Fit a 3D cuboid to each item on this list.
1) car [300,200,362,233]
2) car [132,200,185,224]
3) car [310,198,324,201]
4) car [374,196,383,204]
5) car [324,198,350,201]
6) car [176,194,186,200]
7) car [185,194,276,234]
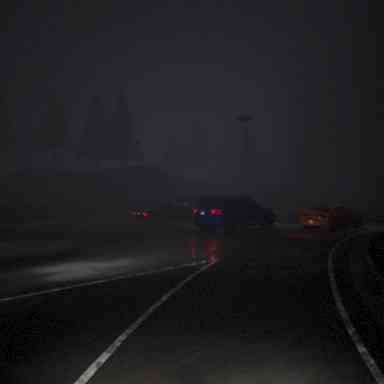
[{"bbox_3d":[8.411,1.483,19.889,5.008,1.535,1.882,0,0,-41],"label":"car"},{"bbox_3d":[-1.813,1.554,24.903,5.357,1.411,2.033,0,0,-41],"label":"car"},{"bbox_3d":[18.108,1.539,46.926,4.674,1.442,1.812,0,0,-41],"label":"car"},{"bbox_3d":[35.819,1.526,62.441,4.902,1.511,2.128,0,0,-41],"label":"car"},{"bbox_3d":[19.799,1.490,43.757,5.008,1.535,1.882,0,0,-41],"label":"car"},{"bbox_3d":[0.840,1.229,31.863,5.566,2.045,2.150,0,0,-41],"label":"car"},{"bbox_3d":[2.571,1.227,19.439,5.566,2.045,2.150,0,0,-41],"label":"car"}]
